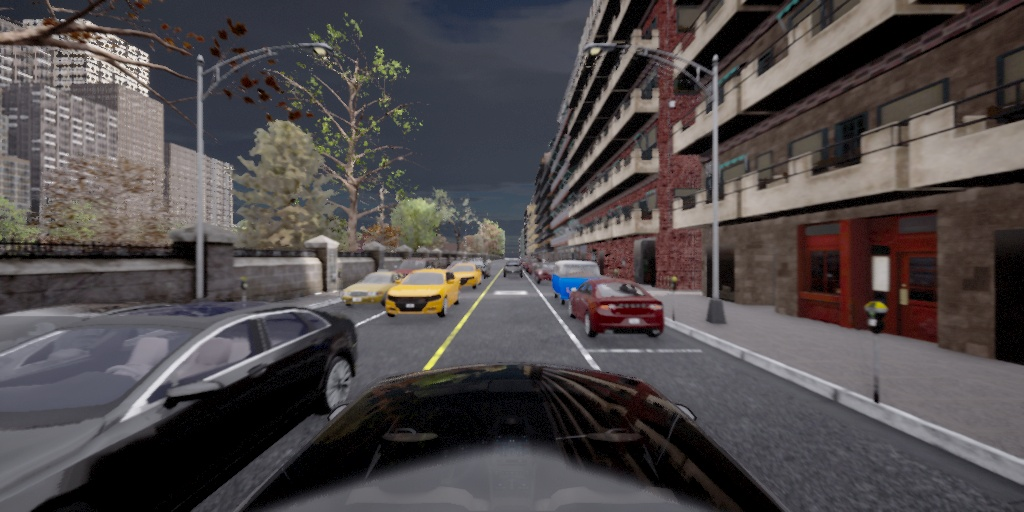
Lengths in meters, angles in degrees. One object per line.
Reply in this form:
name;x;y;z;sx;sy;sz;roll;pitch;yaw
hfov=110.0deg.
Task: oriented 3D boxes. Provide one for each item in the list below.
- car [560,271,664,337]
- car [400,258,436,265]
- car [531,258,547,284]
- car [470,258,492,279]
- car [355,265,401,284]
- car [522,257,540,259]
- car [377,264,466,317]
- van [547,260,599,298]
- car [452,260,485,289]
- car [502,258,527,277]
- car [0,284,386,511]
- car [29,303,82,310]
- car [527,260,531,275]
car;2.690;1.296;10.130;1.888;1.381;4.507;0;0;0
car;-5.691;1.071;21.391;2.192;1.841;5.009;0;0;0
car;2.690;1.200;27.021;1.967;1.591;4.097;0;0;0
car;-3.001;1.093;30.432;1.812;1.442;4.674;0;0;0
car;-5.690;1.278;15.591;1.751;1.417;4.829;0;0;0
car;2.690;1.091;43.911;2.192;1.841;5.009;0;0;0
car;-3.085;1.230;13.352;1.882;1.535;5.008;0;0;0
van;2.690;1.094;15.760;1.690;1.789;3.998;0;0;0
car;-3.067;1.235;23.545;1.882;1.535;5.008;0;0;0
car;0.097;1.258;35.669;2.128;1.511;4.902;0;0;0
car;-3.093;1.242;3.176;2.128;1.511;4.902;0;0;0
car;-5.690;1.316;4.500;1.948;1.339;4.313;0;0;0
car;2.689;1.315;32.651;2.007;1.370;4.403;0;0;0
